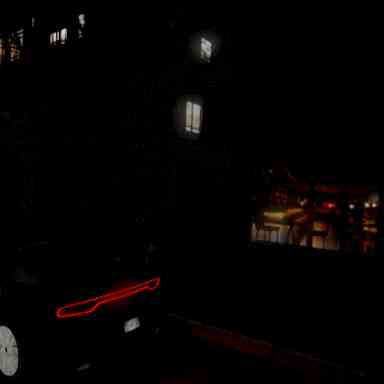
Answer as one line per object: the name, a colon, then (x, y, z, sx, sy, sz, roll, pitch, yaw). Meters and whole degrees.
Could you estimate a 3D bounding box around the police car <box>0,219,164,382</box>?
police car: (-2.809, 1.291, 5.422, 5.238, 1.638, 1.930, 2, 1, 35)
